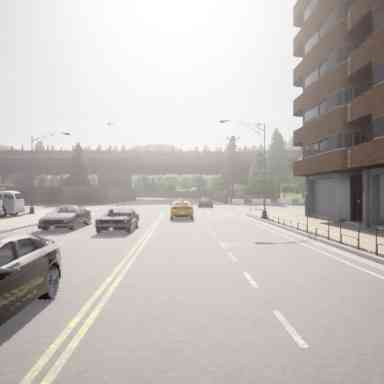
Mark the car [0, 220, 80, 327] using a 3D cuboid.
[{"bbox_3d":[-3.746,1.491,5.527,2.128,1.511,4.902,0,0,-2],"label":"car"}]

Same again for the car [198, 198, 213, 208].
[{"bbox_3d":[1.914,1.530,48.381,1.994,1.385,4.181,0,0,-2],"label":"car"}]

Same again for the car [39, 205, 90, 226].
[{"bbox_3d":[-7.764,1.548,20.940,2.033,1.411,5.357,0,0,-2],"label":"car"}]

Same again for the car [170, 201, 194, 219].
[{"bbox_3d":[-0.880,1.478,28.724,1.882,1.535,5.008,0,0,-2],"label":"car"}]

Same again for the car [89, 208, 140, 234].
[{"bbox_3d":[-4.212,1.601,19.299,1.895,1.301,4.718,0,0,-2],"label":"car"}]
